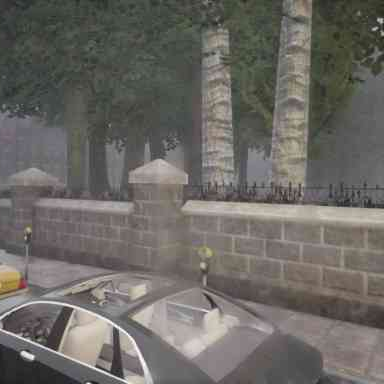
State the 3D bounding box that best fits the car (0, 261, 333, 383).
[{"bbox_3d":[-0.906,1.550,3.442,4.403,1.369,2.008,0,1,36],"label":"car"}]
